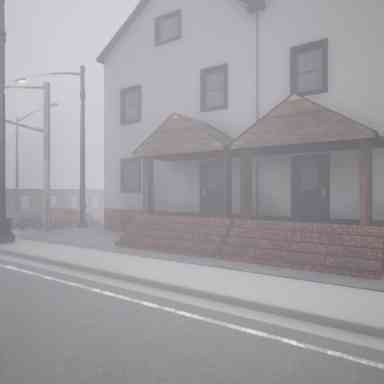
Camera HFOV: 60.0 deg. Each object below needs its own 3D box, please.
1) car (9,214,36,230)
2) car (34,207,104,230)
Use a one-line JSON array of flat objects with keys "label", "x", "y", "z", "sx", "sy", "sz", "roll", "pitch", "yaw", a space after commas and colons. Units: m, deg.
[{"label": "car", "x": -14.074, "y": 2.652, "z": 29.325, "sx": 1.994, "sy": 1.385, "sz": 4.181, "roll": 0, "pitch": -9, "yaw": 36}, {"label": "car", "x": -9.998, "y": 2.550, "z": 28.508, "sx": 2.150, "sy": 2.045, "sz": 5.566, "roll": 0, "pitch": -9, "yaw": 35}]
